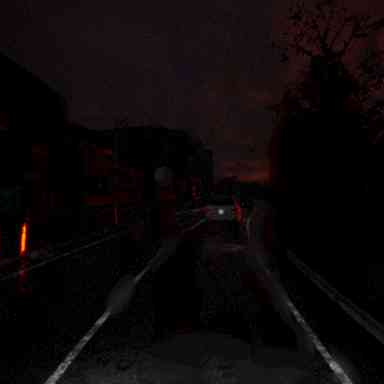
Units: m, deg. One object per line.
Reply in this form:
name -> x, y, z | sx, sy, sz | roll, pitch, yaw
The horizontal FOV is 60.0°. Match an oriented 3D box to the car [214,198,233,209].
car -> 4.594, 1.607, 47.495 | 1.812, 1.442, 4.674 | -2, -1, 17

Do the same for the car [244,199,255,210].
car -> 6.705, 1.540, 41.629 | 2.033, 1.411, 5.357 | -2, 0, 16

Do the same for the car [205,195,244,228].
car -> 2.193, 1.236, 22.665 | 2.150, 2.045, 5.566 | -1, 0, 9
